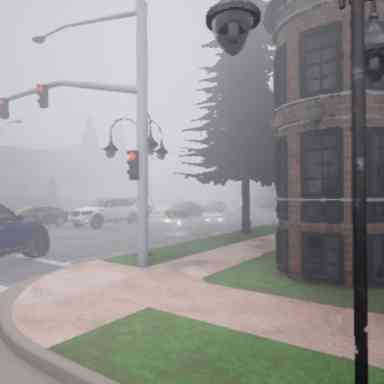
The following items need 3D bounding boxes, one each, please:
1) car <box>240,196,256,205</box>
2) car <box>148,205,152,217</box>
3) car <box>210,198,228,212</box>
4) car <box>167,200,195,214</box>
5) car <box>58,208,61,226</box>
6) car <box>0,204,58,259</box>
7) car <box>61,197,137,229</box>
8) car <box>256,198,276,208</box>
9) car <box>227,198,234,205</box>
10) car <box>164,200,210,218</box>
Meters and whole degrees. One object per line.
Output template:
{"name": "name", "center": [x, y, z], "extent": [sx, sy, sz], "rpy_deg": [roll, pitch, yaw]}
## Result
{"name": "car", "center": [10.591, 1.594, 61.948], "extent": [2.097, 1.767, 4.553], "rpy_deg": [0, 0, -10]}
{"name": "car", "center": [-5.690, 1.691, 30.713], "extent": [2.128, 1.511, 4.902], "rpy_deg": [-1, 0, 32]}
{"name": "car", "center": [2.993, 1.795, 41.879], "extent": [1.895, 1.301, 4.718], "rpy_deg": [0, 0, 14]}
{"name": "car", "center": [-1.276, 1.740, 39.785], "extent": [1.812, 1.442, 4.674], "rpy_deg": [-1, 0, 18]}
{"name": "car", "center": [-10.876, 1.701, 22.975], "extent": [1.837, 1.490, 4.892], "rpy_deg": [-1, 0, 35]}
{"name": "car", "center": [-6.718, 1.321, 10.109], "extent": [2.150, 2.045, 5.566], "rpy_deg": [-2, -1, 9]}
{"name": "car", "center": [-6.046, 1.387, 23.764], "extent": [2.150, 2.045, 5.566], "rpy_deg": [-1, 0, 34]}
{"name": "car", "center": [11.414, 1.654, 50.388], "extent": [1.882, 1.535, 5.008], "rpy_deg": [0, 0, 3]}
{"name": "car", "center": [6.575, 1.809, 64.241], "extent": [1.812, 1.442, 4.674], "rpy_deg": [0, 0, -14]}
{"name": "car", "center": [-0.573, 1.718, 32.432], "extent": [2.033, 1.411, 5.357], "rpy_deg": [-1, 0, 28]}
